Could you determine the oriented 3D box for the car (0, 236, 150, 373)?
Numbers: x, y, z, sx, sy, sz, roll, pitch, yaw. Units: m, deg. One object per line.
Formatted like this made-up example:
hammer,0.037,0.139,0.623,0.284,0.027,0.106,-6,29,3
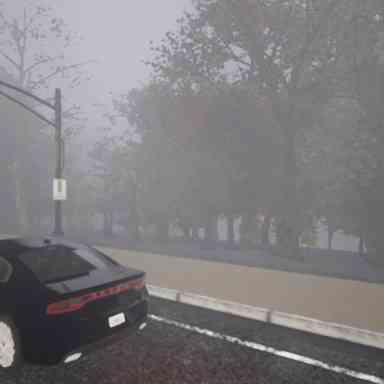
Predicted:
car,-2.974,1.525,5.800,5.008,1.535,1.882,0,0,36
